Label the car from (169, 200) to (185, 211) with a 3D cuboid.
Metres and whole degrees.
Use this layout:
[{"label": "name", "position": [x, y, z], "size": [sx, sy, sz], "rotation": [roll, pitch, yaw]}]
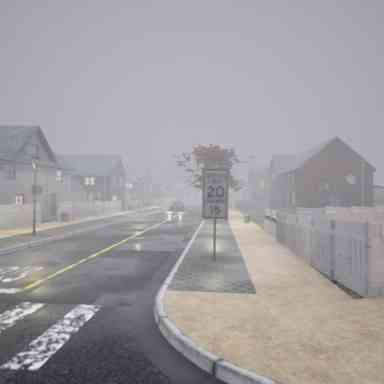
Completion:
[{"label": "car", "position": [-2.135, 1.977, 47.832], "size": [1.837, 1.490, 4.892], "rotation": [1, -1, 5]}]
